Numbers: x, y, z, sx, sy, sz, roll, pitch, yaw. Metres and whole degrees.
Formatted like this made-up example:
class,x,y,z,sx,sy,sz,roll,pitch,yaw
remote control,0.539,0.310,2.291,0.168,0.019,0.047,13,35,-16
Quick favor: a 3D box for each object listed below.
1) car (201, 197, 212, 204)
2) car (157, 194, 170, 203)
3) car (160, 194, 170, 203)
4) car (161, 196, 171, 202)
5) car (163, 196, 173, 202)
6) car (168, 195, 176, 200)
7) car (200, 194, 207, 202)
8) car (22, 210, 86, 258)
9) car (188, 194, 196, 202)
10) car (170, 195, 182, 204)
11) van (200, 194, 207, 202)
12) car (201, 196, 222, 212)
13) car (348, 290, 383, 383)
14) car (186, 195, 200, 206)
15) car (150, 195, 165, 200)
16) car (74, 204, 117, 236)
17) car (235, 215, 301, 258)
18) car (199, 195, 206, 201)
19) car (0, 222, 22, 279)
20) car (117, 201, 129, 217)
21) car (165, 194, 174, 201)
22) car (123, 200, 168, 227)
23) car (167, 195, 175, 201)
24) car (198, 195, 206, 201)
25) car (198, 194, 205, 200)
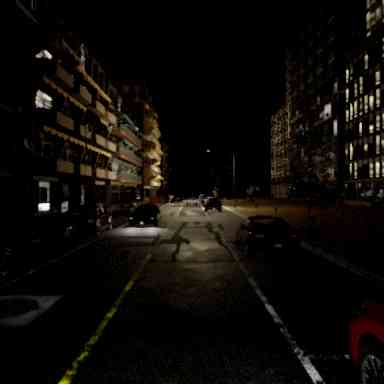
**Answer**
class,x,y,z,sx,sy,sz,roll,pitch,yaw
car,2.689,1.571,62.312,1.802,1.307,4.206,0,0,0
car,-5.693,1.307,67.838,2.192,1.841,5.009,0,0,0
car,-5.692,1.514,62.143,1.752,1.417,4.829,0,0,0
car,-5.690,1.546,73.365,2.008,1.369,4.403,0,0,0
car,-5.690,1.551,78.892,2.008,1.369,4.403,0,0,0
car,-5.690,1.564,95.471,1.887,1.381,4.507,0,0,0
car,2.687,1.424,51.257,1.967,1.590,4.097,0,0,0
car,-5.694,1.573,12.573,1.802,1.307,4.206,0,0,0
car,0.007,1.314,73.206,1.882,1.535,5.008,0,0,0
car,-3.019,1.552,64.396,1.994,1.385,4.181,0,0,1
van,2.689,1.342,78.891,1.690,1.788,3.998,0,0,0
car,2.357,1.486,37.675,1.837,1.490,4.892,0,0,0
car,2.684,1.314,1.517,2.192,1.841,5.009,0,0,0
car,0.004,1.587,56.262,1.895,1.301,4.718,0,0,0
car,-5.692,1.528,51.259,1.887,1.381,4.507,0,0,0
car,-5.694,1.427,18.099,1.967,1.590,4.097,0,0,0
car,2.686,1.536,12.572,1.887,1.381,4.507,0,0,0
car,2.690,1.531,84.587,1.752,1.417,4.829,0,0,0
car,-5.695,1.435,7.046,1.967,1.590,4.097,0,0,0
car,-5.693,1.507,28.982,1.752,1.417,4.829,0,0,0
car,-5.691,1.446,84.418,1.967,1.590,4.097,0,0,0
car,-3.100,1.532,23.177,2.033,1.411,5.357,0,0,0
car,-5.690,1.578,89.945,1.947,1.339,4.313,0,0,0
car,2.690,1.578,89.945,1.947,1.339,4.313,0,0,0
car,2.690,1.459,95.471,1.967,1.590,4.097,0,0,0
